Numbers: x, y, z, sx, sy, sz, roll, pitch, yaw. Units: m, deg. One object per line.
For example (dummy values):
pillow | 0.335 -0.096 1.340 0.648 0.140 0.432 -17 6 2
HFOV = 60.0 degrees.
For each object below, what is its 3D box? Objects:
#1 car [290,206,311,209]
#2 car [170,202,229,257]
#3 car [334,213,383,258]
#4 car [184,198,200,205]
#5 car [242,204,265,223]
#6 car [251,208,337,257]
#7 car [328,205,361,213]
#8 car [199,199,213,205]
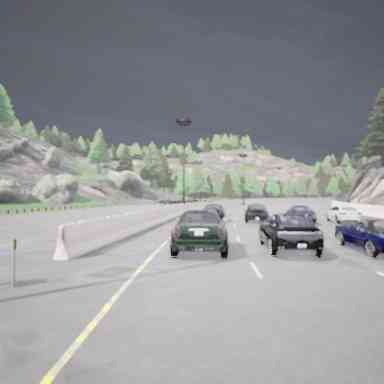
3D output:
car | 8.774 1.808 27.121 2.033 1.411 5.357 0 -1 8
car | 0.376 1.479 13.655 2.097 1.767 4.553 0 -1 4
car | 7.362 1.731 13.239 1.895 1.301 4.718 0 0 4
car | 0.028 2.188 76.325 1.882 1.535 5.008 0 -1 21
car | 5.358 1.774 27.912 1.837 1.490 4.892 0 0 8
car | 3.885 1.624 13.639 2.128 1.511 4.902 0 0 4
car | 12.303 1.788 27.016 1.812 1.442 4.674 0 0 8
car | 3.236 2.296 74.920 1.895 1.301 4.718 0 -1 21
